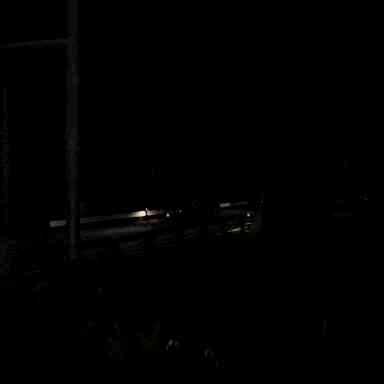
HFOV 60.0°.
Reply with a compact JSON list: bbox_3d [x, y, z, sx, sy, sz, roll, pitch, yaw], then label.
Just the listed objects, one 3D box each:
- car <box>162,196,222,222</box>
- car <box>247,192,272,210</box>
[{"bbox_3d":[0.074,1.091,22.957,2.128,1.511,4.902,0,3,41],"label":"car"},{"bbox_3d":[6.951,0.779,30.655,1.882,1.535,5.008,0,1,42],"label":"car"}]
